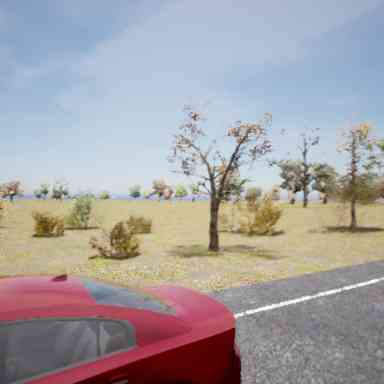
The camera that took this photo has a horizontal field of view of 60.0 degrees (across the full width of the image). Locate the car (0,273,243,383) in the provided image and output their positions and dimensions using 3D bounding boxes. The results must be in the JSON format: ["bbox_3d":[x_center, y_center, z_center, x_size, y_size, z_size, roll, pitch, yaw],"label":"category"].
[{"bbox_3d":[-1.887,1.505,2.562,5.008,1.535,1.882,1,-1,-33],"label":"car"}]
